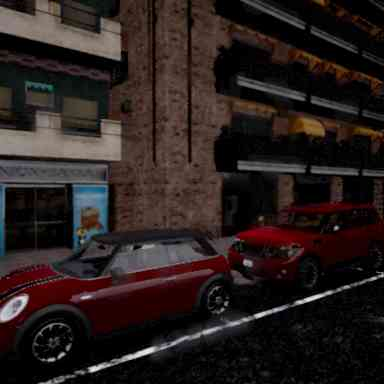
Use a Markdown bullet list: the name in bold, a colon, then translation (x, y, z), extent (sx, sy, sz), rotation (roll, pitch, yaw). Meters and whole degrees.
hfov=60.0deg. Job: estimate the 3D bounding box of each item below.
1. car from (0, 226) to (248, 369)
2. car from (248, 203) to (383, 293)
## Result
- **car**: translation (-1.275, 1.427, 5.653), extent (4.097, 1.590, 1.967), rotation (-1, 0, -36)
- **car**: translation (3.305, 1.260, 8.938), extent (5.009, 1.841, 2.192), rotation (-1, 0, -36)
